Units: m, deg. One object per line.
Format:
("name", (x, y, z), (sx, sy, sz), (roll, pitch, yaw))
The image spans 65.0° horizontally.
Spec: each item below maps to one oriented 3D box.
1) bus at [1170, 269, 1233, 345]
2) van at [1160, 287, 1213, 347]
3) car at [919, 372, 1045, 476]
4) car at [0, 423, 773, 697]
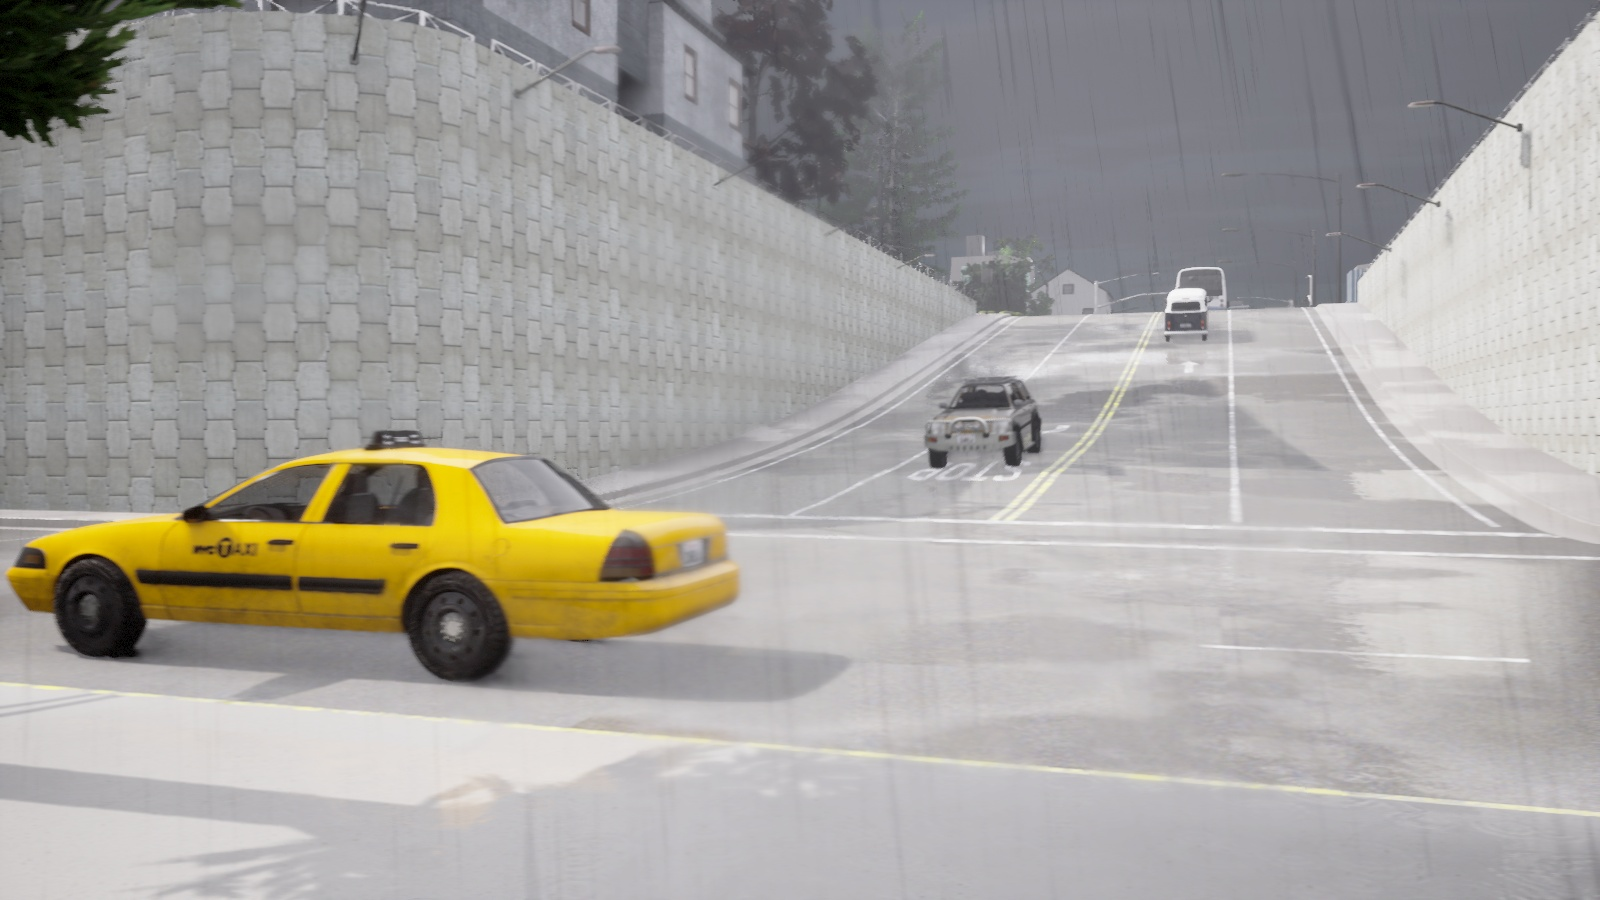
("bus", (28.287, -9.857, 88.211), (3.944, 4.253, 10.273), (1, 1, 19))
("van", (16.834, -5.817, 54.556), (2.069, 2.038, 4.480), (1, 12, 19))
("car", (4.198, -0.659, 28.316), (1.932, 1.855, 4.605), (-1, 7, 19))
("car", (-3.024, 0.605, 8.956), (5.366, 1.575, 1.801), (1, 1, 19))
